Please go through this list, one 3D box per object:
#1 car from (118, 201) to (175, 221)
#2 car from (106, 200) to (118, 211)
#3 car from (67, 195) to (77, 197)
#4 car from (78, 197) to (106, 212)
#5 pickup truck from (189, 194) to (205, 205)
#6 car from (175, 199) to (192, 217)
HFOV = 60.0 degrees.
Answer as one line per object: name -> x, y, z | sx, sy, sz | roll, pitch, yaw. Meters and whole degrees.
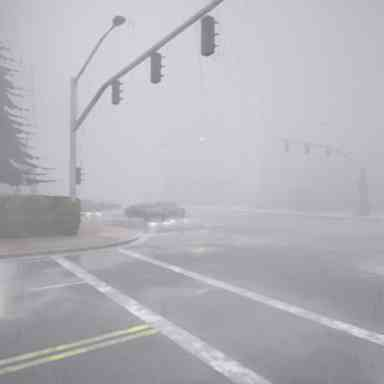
car -> -4.023, 1.671, 28.542 | 2.033, 1.411, 5.357 | 1, 0, -36
car -> -11.089, 1.755, 44.184 | 1.895, 1.301, 4.718 | 1, 0, -36
car -> -20.712, 1.314, 57.551 | 2.097, 1.767, 4.553 | 1, 0, -36
car -> -12.493, 1.685, 40.167 | 1.994, 1.385, 4.181 | 1, 0, -36
pickup truck -> 0.806, 1.402, 62.192 | 2.390, 2.098, 6.274 | 0, 0, -6
car -> -2.424, 1.661, 32.291 | 1.837, 1.490, 4.892 | 1, 0, -36
